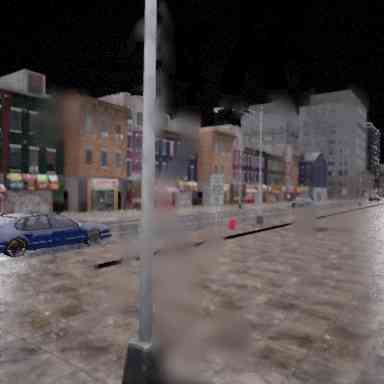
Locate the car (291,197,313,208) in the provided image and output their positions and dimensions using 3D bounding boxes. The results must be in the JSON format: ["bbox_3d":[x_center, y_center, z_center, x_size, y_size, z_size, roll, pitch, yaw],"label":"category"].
[{"bbox_3d":[15.241,1.419,45.970,1.837,1.490,4.892,1,1,36],"label":"car"}]

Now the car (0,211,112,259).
[{"bbox_3d":[-5.591,1.436,12.349,2.033,1.411,5.357,1,1,36],"label":"car"}]
